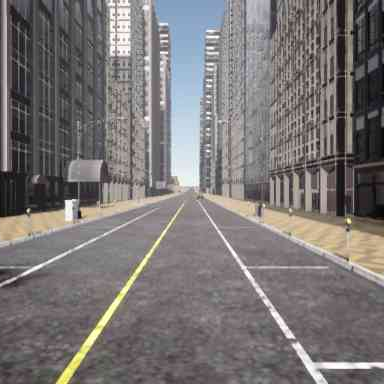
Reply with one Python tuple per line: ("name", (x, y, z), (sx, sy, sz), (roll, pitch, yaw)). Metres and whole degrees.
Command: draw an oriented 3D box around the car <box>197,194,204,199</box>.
("car", (2.387, 1.222, 95.411), (2.097, 1.767, 4.553), (0, 0, 0))
